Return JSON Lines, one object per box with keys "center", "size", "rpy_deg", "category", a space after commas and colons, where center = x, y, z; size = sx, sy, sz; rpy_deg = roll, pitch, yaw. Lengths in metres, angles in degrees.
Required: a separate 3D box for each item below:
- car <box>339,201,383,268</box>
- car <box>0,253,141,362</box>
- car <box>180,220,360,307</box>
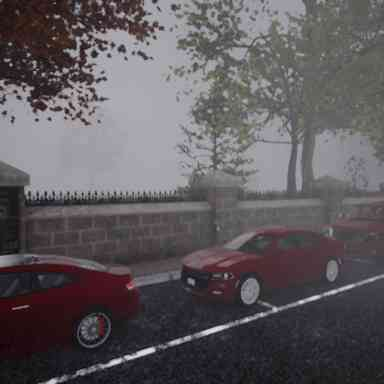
{"center": [6.384, 1.248, 11.155], "size": [5.009, 1.841, 2.192], "rpy_deg": [0, 0, -36], "category": "car"}
{"center": [-2.764, 1.580, 4.587], "size": [4.206, 1.307, 1.802], "rpy_deg": [0, 0, -36], "category": "car"}
{"center": [1.810, 1.510, 7.871], "size": [4.507, 1.381, 1.887], "rpy_deg": [0, 0, -36], "category": "car"}
